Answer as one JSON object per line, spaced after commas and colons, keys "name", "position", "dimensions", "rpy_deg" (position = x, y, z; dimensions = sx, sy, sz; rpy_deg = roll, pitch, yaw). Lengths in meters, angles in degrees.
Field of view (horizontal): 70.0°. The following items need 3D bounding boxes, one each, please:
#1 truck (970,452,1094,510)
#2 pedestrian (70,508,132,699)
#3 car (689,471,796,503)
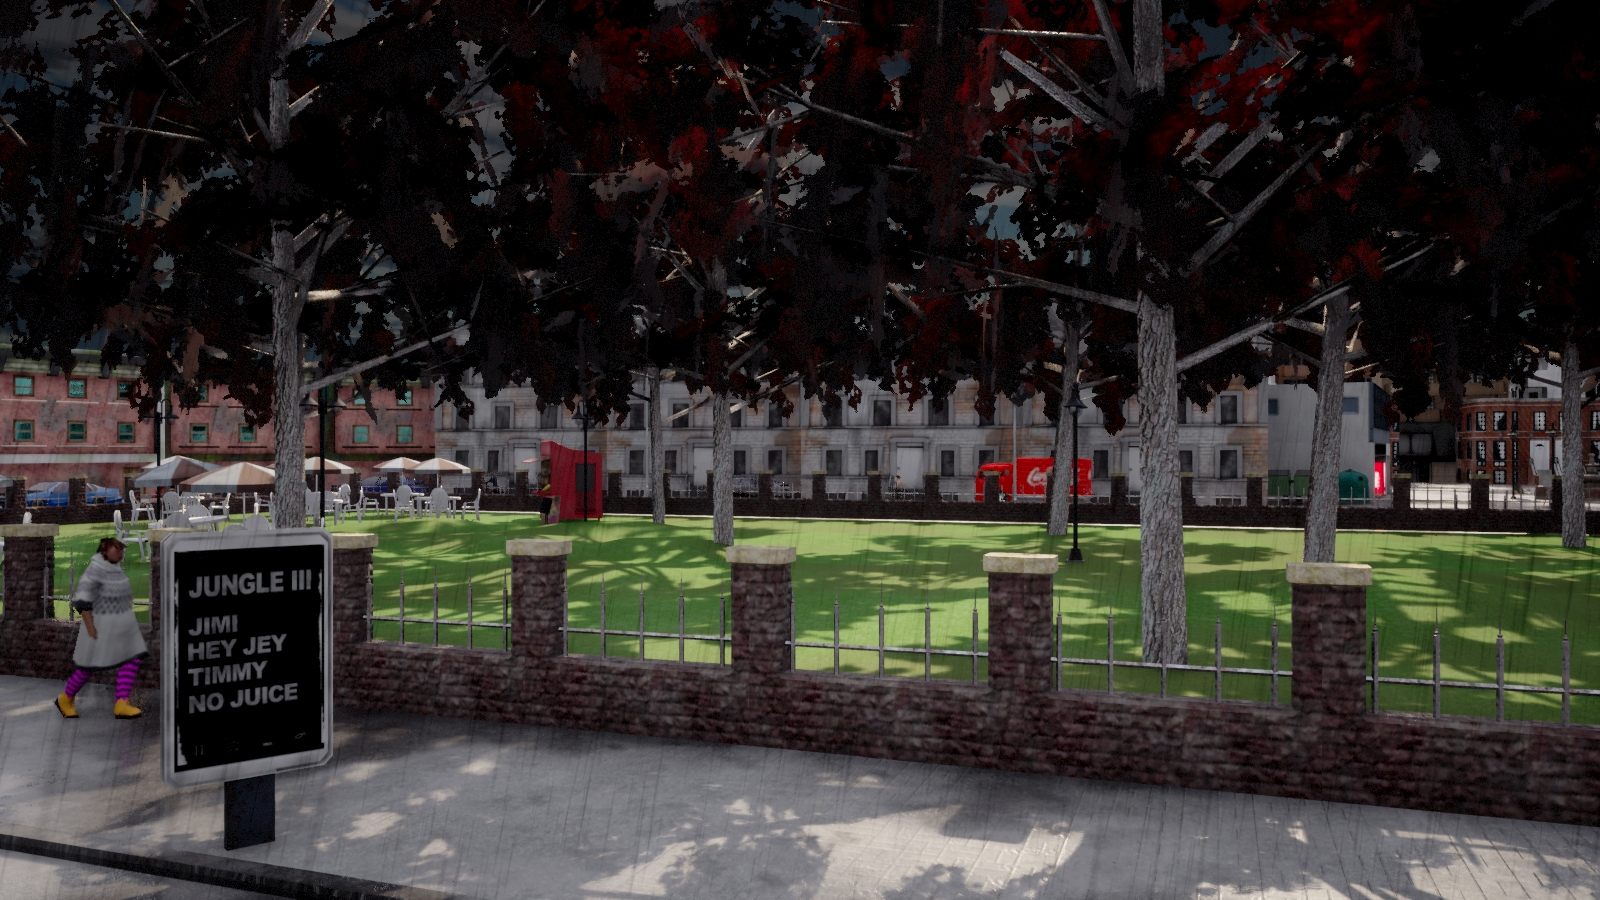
{"name": "truck", "position": [10.642, 1.361, 52.390], "dimensions": [5.204, 2.467, 2.627], "rpy_deg": [1, 0, 20]}
{"name": "pedestrian", "position": [-7.030, 1.527, 11.492], "dimensions": [0.375, 1.860, 0.375], "rpy_deg": [0, 0, 11]}
{"name": "car", "position": [-2.857, 1.837, 57.277], "dimensions": [4.902, 1.511, 2.128], "rpy_deg": [0, 0, 20]}
